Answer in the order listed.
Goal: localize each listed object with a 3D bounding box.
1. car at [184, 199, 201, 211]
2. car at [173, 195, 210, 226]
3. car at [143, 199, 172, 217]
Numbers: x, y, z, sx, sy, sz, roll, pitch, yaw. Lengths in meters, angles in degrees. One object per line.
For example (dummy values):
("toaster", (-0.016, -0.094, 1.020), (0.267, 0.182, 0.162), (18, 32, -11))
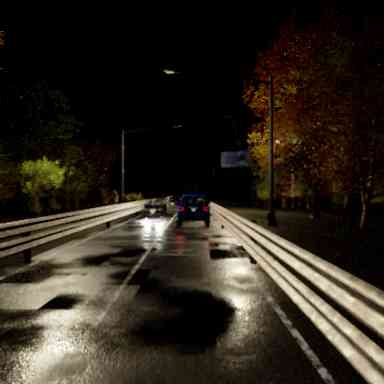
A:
("car", (0.076, 1.577, 42.075), (2.033, 1.411, 5.357), (0, 0, 0))
("car", (0.091, 1.197, 23.088), (2.150, 2.045, 5.566), (0, 0, 0))
("car", (-3.363, 1.488, 30.940), (2.128, 1.511, 4.902), (0, 0, 0))
